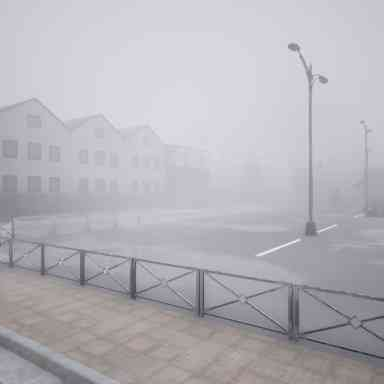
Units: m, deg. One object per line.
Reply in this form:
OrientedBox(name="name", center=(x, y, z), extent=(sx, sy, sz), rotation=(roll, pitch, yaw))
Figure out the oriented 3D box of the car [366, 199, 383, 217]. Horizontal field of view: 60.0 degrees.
OrientedBox(name="car", center=(15.339, 1.298, 26.865), extent=(2.007, 1.523, 4.514), rotation=(0, 0, 35))
